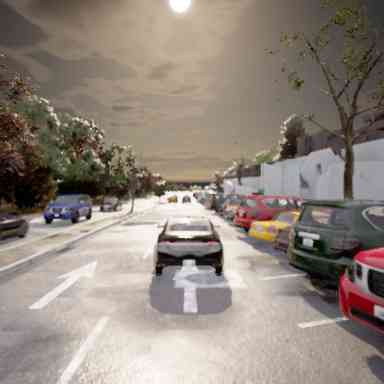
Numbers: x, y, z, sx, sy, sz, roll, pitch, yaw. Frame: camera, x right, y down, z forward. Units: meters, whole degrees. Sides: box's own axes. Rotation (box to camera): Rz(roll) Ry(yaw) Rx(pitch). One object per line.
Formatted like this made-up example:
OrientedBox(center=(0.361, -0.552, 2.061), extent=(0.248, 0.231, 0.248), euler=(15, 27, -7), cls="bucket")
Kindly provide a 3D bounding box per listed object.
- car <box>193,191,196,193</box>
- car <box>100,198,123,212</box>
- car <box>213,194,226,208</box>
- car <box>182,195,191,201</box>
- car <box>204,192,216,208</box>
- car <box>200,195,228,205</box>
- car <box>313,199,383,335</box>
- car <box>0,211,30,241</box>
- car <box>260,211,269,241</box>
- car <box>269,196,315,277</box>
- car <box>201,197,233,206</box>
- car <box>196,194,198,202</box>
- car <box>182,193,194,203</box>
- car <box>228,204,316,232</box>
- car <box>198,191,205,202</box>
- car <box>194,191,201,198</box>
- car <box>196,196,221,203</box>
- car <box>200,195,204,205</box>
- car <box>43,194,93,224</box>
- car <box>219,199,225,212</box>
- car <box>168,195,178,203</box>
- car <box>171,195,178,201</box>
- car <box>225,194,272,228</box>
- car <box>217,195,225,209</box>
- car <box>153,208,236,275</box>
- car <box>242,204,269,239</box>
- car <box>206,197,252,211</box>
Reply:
OrientedBox(center=(3.730, 1.377, 80.207), extent=(5.566, 2.045, 2.435), euler=(1, 1, -21), cls="car")
OrientedBox(center=(-9.345, 1.504, 38.731), extent=(2.128, 1.511, 4.902), euler=(0, 0, -1), cls="car")
OrientedBox(center=(4.627, 1.338, 29.195), extent=(4.553, 1.767, 2.185), euler=(1, 0, -21), cls="car")
OrientedBox(center=(-1.378, 1.556, 83.538), extent=(2.033, 1.411, 5.357), euler=(0, 0, -1), cls="car")
OrientedBox(center=(4.577, 1.225, 35.222), extent=(5.566, 2.045, 2.435), euler=(1, -1, -21), cls="car")
OrientedBox(center=(4.103, 1.502, 62.218), extent=(4.553, 1.767, 2.185), euler=(1, 0, -21), cls="car")
OrientedBox(center=(5.016, 1.226, 5.165), extent=(5.566, 2.045, 2.435), euler=(1, 0, -21), cls="car")
OrientedBox(center=(-8.995, 1.552, 14.776), extent=(1.994, 1.385, 4.181), euler=(0, 0, -1), cls="car")
OrientedBox(center=(4.957, 1.511, 11.197), extent=(4.674, 1.452, 2.002), euler=(1, 0, -21), cls="car")
OrientedBox(center=(5.033, 1.223, 8.202), extent=(5.566, 2.045, 2.435), euler=(1, 0, -21), cls="car")
OrientedBox(center=(4.171, 1.593, 56.207), extent=(5.008, 1.535, 2.097), euler=(1, -1, -21), cls="car")
OrientedBox(center=(3.991, 1.675, 68.230), extent=(4.792, 1.488, 2.163), euler=(1, 0, -21), cls="car")
OrientedBox(center=(-1.200, 1.518, 73.506), extent=(2.097, 1.767, 4.553), euler=(0, 0, -1), cls="car")
OrientedBox(center=(4.840, 1.492, 20.217), extent=(4.792, 1.488, 2.163), euler=(1, 0, -21), cls="car")
OrientedBox(center=(4.316, 1.281, 47.189), extent=(5.566, 2.045, 2.435), euler=(1, 0, -21), cls="car")
OrientedBox(center=(3.940, 1.398, 71.229), extent=(5.566, 2.045, 2.435), euler=(1, 0, -21), cls="car")
OrientedBox(center=(3.688, 1.641, 74.153), extent=(5.366, 1.575, 1.946), euler=(1, 0, -21), cls="car")
OrientedBox(center=(4.217, 1.508, 44.134), extent=(5.366, 1.575, 1.946), euler=(1, 0, -21), cls="car")
OrientedBox(center=(-9.169, 1.204, 25.191), extent=(2.150, 2.045, 5.566), euler=(0, 0, -1), cls="car")
OrientedBox(center=(4.770, 1.463, 23.201), extent=(4.892, 1.521, 2.231), euler=(1, 0, -21), cls="car")
OrientedBox(center=(-4.199, 1.642, 73.430), extent=(1.882, 1.535, 5.008), euler=(0, 0, -1), cls="car")
OrientedBox(center=(-4.384, 1.559, 83.847), extent=(1.837, 1.490, 4.892), euler=(0, 0, -1), cls="car")
OrientedBox(center=(4.896, 1.214, 17.214), extent=(5.566, 2.045, 2.435), euler=(1, 0, -21), cls="car")
OrientedBox(center=(4.742, 1.336, 26.211), extent=(4.553, 1.767, 2.185), euler=(1, 0, -21), cls="car")
OrientedBox(center=(-0.103, 1.480, 10.401), extent=(2.128, 1.511, 4.902), euler=(0, 0, -1), cls="car")
OrientedBox(center=(5.090, 1.467, 14.267), extent=(5.366, 1.575, 1.946), euler=(1, 0, -21), cls="car")
OrientedBox(center=(4.615, 1.499, 41.274), extent=(5.366, 1.575, 1.946), euler=(1, -1, -21), cls="car")
